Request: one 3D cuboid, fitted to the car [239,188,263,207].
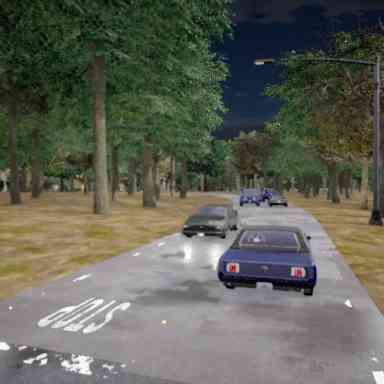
[{"bbox_3d":[6.613,0.617,38.019,2.150,2.045,5.566,0,1,10],"label":"car"}]

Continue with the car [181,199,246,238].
[{"bbox_3d":[1.121,1.310,16.085,2.033,1.411,5.357,0,1,17],"label":"car"}]

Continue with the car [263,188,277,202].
[{"bbox_3d":[11.003,0.409,47.821,2.150,2.045,5.566,0,1,4],"label":"car"}]

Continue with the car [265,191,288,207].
[{"bbox_3d":[9.723,0.952,37.900,1.994,1.385,4.181,0,1,9],"label":"car"}]

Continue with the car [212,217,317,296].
[{"bbox_3d":[2.034,1.472,8.429,1.895,1.301,4.718,0,1,17],"label":"car"}]
